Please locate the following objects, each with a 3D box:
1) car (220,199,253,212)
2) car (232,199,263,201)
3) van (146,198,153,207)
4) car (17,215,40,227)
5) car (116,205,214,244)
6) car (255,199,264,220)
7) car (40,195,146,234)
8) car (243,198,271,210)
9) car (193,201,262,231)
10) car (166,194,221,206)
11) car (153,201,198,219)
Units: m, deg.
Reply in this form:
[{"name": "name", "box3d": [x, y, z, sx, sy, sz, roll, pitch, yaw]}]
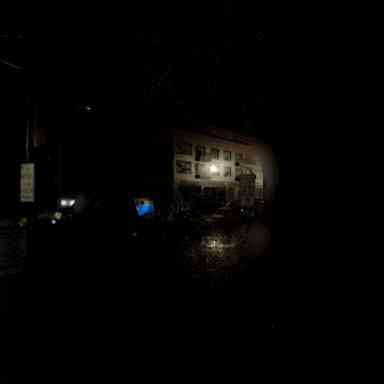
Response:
[{"name": "car", "box3d": [5.292, 1.541, 39.066, 1.947, 1.339, 4.313, 0, 0, 36]}, {"name": "car", "box3d": [6.537, 1.583, 36.386, 1.895, 1.301, 4.718, 0, 0, 36]}, {"name": "van", "box3d": [-4.695, 1.323, 25.298, 1.690, 1.788, 3.998, 0, 0, 36]}, {"name": "car", "box3d": [-8.124, 1.506, 20.571, 1.752, 1.417, 4.829, 0, 0, 36]}, {"name": "car", "box3d": [-1.113, 1.551, 15.718, 2.008, 1.369, 4.403, 0, 0, 36]}, {"name": "car", "box3d": [5.643, 1.527, 25.031, 1.752, 1.417, 4.829, 0, 0, 36]}, {"name": "car", "box3d": [-5.618, 1.209, 19.653, 2.150, 2.045, 5.566, 0, 0, 36]}, {"name": "car", "box3d": [8.620, 1.536, 43.655, 1.947, 1.339, 4.313, 0, 0, 36]}, {"name": "car", "box3d": [2.314, 1.527, 20.442, 1.752, 1.417, 4.829, 0, 0, 36]}, {"name": "car", "box3d": [0.469, 1.210, 28.038, 2.150, 2.045, 5.566, 0, 0, 36]}, {"name": "car", "box3d": [-1.366, 1.564, 29.888, 1.802, 1.307, 4.206, 0, 0, 36]}]
